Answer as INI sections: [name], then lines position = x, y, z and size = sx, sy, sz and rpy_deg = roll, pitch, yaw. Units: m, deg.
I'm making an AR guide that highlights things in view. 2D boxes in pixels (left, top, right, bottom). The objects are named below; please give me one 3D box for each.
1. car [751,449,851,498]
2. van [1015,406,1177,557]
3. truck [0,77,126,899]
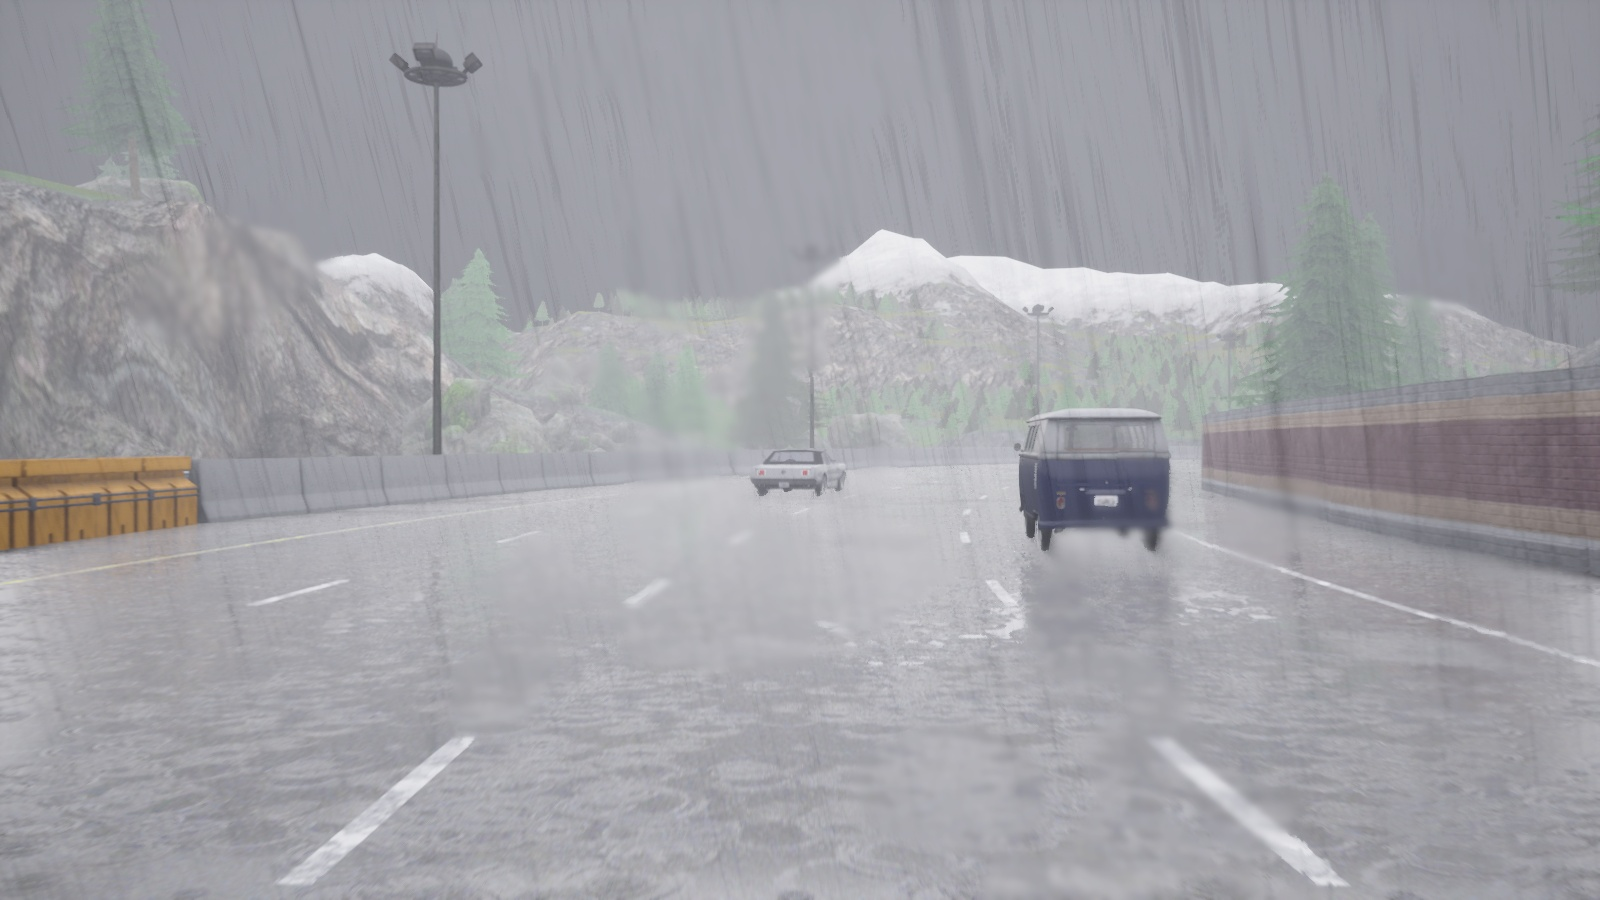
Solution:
[car]
position = 0.117, 0.641, 36.488
size = 1.895, 1.301, 4.718
rpy_deg = 0, 0, 13
[van]
position = 4.268, 0.398, 18.745
size = 1.775, 1.987, 4.442
rpy_deg = 0, 0, 6
[truck]
position = -3.477, 0.253, 1.394
size = 2.627, 2.467, 5.204
rpy_deg = 0, 1, 0
